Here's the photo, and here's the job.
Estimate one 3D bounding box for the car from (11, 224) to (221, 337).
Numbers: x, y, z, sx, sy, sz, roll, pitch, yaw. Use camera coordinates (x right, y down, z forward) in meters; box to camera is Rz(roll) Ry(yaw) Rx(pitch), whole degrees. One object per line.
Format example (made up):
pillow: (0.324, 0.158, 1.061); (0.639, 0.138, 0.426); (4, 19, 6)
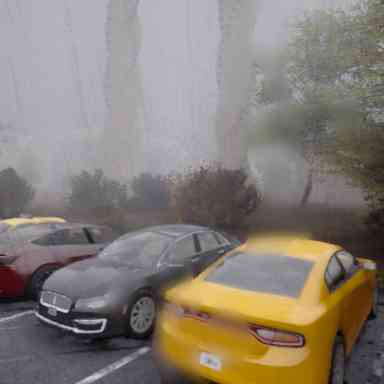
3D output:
car: (-0.621, 1.472, 6.826); (2.231, 1.521, 4.892); (0, 0, 36)

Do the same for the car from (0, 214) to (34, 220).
car: (-5.216, 1.448, 9.873); (1.946, 1.575, 5.366); (0, 0, 36)

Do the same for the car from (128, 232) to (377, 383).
car: (1.613, 1.477, 5.216); (2.097, 1.535, 5.008); (0, 0, 36)

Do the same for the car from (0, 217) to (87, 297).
car: (-2.846, 1.494, 8.443); (2.163, 1.488, 4.792); (0, 0, 36)
